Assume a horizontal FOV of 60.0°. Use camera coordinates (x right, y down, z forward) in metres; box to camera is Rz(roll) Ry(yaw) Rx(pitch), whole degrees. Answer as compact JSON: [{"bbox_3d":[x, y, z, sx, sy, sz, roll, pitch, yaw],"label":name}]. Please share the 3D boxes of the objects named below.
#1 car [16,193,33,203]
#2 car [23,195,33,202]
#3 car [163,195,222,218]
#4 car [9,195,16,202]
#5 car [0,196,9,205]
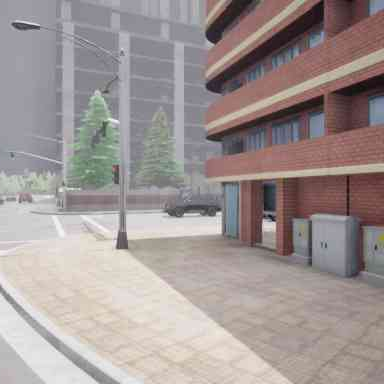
[{"bbox_3d":[-34.775,1.225,69.302,2.150,2.045,5.566,0,0,-23],"label":"car"},{"bbox_3d":[-38.935,1.524,79.037,1.812,1.442,4.674,0,0,-23],"label":"car"},{"bbox_3d":[0.092,1.277,31.261,5.566,2.045,2.150,0,0,-23],"label":"car"},{"bbox_3d":[-42.139,1.524,77.629,1.812,1.442,4.674,0,0,-23],"label":"car"},{"bbox_3d":[-33.239,1.477,57.023,1.882,1.535,5.008,0,0,-23],"label":"car"}]
